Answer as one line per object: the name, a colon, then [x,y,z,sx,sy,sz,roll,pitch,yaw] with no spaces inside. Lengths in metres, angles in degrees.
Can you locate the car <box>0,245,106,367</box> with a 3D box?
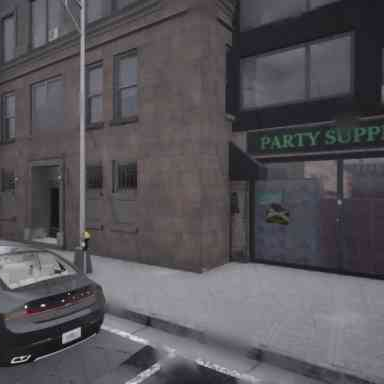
car: [-3.273,1.550,5.413,4.403,1.369,2.008,0,0,36]
